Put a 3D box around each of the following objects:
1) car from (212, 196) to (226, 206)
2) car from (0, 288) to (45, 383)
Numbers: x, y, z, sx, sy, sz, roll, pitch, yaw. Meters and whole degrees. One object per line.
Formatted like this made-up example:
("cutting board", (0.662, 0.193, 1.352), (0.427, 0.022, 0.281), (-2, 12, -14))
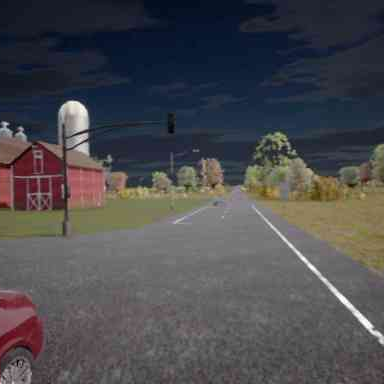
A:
("car", (4.445, 1.525, 54.723), (1.837, 1.490, 4.892), (-2, 0, 8))
("car", (-2.876, 1.610, 2.229), (1.812, 1.442, 4.674), (-2, 0, 8))
